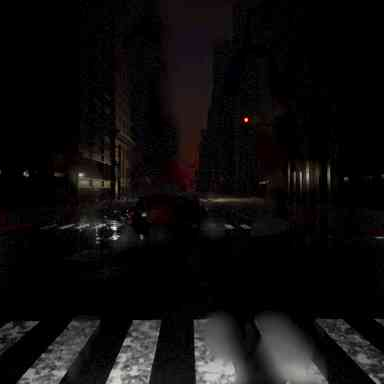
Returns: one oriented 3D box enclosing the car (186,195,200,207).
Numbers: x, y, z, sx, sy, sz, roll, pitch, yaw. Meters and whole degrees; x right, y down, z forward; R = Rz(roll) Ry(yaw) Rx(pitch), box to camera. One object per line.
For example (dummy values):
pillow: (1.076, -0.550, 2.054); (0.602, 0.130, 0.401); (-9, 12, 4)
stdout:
car: (0.099, 1.317, 51.796); (2.097, 1.767, 4.553); (0, 0, 0)

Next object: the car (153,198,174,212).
car: (-3.346, 1.469, 39.999); (2.128, 1.511, 4.902); (0, 0, 0)

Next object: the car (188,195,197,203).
car: (0.101, 1.431, 70.289); (1.837, 1.490, 4.892); (0, 0, 0)

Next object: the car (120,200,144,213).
car: (-6.598, 1.580, 36.975); (1.895, 1.301, 4.718); (0, 0, 0)

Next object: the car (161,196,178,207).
car: (-3.331, 1.457, 50.421); (2.128, 1.511, 4.902); (0, 0, 0)

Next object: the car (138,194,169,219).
car: (-3.349, 1.207, 29.905); (2.150, 2.045, 5.566); (0, 0, 0)

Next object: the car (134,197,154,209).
car: (-6.591, 1.462, 46.384); (2.128, 1.511, 4.902); (0, 0, 0)

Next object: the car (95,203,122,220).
car: (-6.617, 1.588, 27.860); (1.895, 1.301, 4.718); (0, 0, 1)

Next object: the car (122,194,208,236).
car: (-1.074, 1.198, 18.483); (2.150, 2.045, 5.566); (1, 0, 28)
